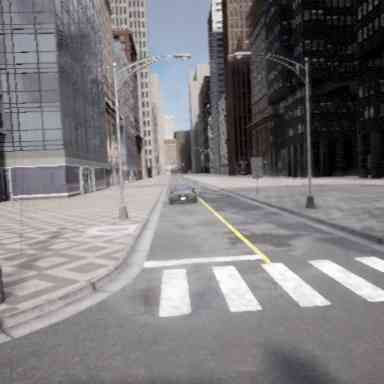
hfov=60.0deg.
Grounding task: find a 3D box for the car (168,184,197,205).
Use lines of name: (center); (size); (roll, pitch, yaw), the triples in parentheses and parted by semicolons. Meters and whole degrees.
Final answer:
car: (-0.747, 0.140, 24.669); (1.994, 1.385, 4.181); (-3, 3, -3)
